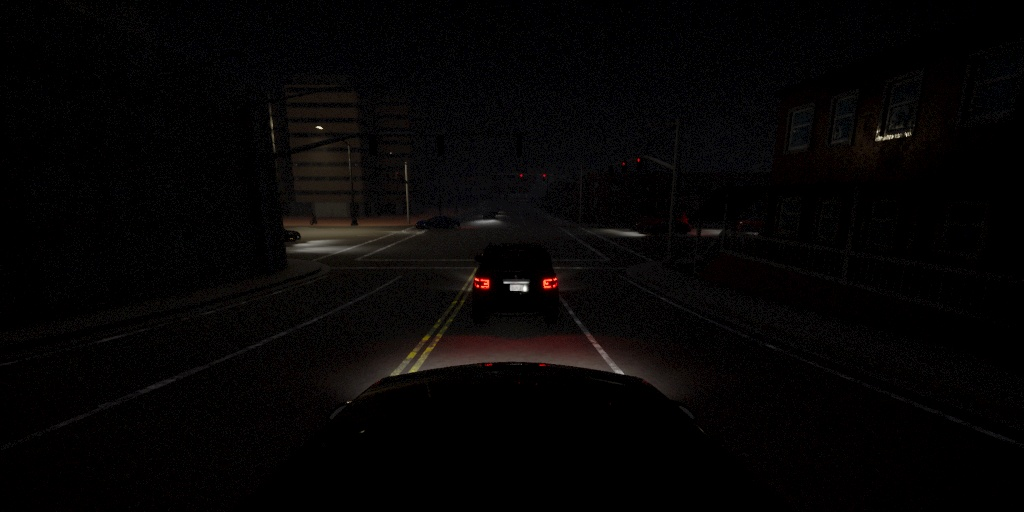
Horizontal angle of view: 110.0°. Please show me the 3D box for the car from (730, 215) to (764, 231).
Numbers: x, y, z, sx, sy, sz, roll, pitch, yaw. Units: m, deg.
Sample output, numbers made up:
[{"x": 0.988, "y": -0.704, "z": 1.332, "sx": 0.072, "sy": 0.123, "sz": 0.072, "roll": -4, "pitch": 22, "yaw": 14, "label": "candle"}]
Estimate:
[{"x": 27.088, "y": -3.735, "z": 40.152, "sx": 4.553, "sy": 1.767, "sz": 2.097, "roll": 0, "pitch": 10, "yaw": 0, "label": "car"}]

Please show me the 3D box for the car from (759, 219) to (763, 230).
[{"x": 28.659, "y": -2.901, "z": 36.745, "sx": 4.718, "sy": 1.301, "sz": 1.895, "roll": 0, "pitch": 10, "yaw": 0, "label": "car"}]

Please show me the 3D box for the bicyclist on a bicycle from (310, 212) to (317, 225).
[{"x": -25.403, "y": -4.790, "z": 45.848, "sx": 0.582, "sy": 1.620, "sz": 1.656, "roll": 0, "pitch": 10, "yaw": 0, "label": "bicyclist on a bicycle"}]

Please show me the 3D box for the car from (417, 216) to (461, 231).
[{"x": -8.304, "y": -3.761, "z": 40.930, "sx": 5.008, "sy": 1.535, "sz": 1.882, "roll": -6, "pitch": 13, "yaw": -32, "label": "car"}]

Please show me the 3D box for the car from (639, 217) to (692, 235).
[{"x": 15.941, "y": -2.982, "z": 36.733, "sx": 4.674, "sy": 1.442, "sz": 1.812, "roll": 0, "pitch": 10, "yaw": 0, "label": "car"}]

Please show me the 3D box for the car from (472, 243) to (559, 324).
[{"x": 0.058, "y": 0.601, "z": 10.749, "sx": 2.150, "sy": 2.045, "sz": 5.566, "roll": 0, "pitch": 4, "yaw": -1, "label": "car"}]

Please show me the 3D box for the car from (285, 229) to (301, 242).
[{"x": -20.122, "y": -1.810, "z": 29.626, "sx": 4.892, "sy": 1.490, "sz": 1.837, "roll": 0, "pitch": 10, "yaw": 0, "label": "car"}]

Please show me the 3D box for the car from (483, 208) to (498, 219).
[{"x": -3.761, "y": -6.841, "z": 59.714, "sx": 1.895, "sy": 1.301, "sz": 4.718, "roll": 0, "pitch": 10, "yaw": 0, "label": "car"}]

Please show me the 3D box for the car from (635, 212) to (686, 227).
[{"x": 16.746, "y": -3.871, "z": 40.136, "sx": 5.566, "sy": 2.045, "sz": 2.150, "roll": 0, "pitch": 10, "yaw": 0, "label": "car"}]
